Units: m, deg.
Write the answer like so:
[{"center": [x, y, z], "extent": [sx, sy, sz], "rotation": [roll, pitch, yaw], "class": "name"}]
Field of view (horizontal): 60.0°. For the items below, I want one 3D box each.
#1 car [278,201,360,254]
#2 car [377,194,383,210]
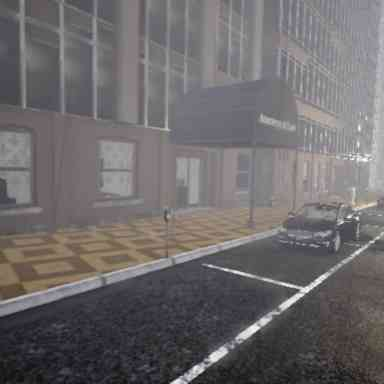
[{"center": [4.378, 1.023, 11.091], "extent": [2.008, 1.369, 4.403], "rotation": [4, 4, 38], "class": "car"}, {"center": [14.899, 0.619, 24.467], "extent": [1.947, 1.339, 4.313], "rotation": [4, 4, 38], "class": "car"}]
